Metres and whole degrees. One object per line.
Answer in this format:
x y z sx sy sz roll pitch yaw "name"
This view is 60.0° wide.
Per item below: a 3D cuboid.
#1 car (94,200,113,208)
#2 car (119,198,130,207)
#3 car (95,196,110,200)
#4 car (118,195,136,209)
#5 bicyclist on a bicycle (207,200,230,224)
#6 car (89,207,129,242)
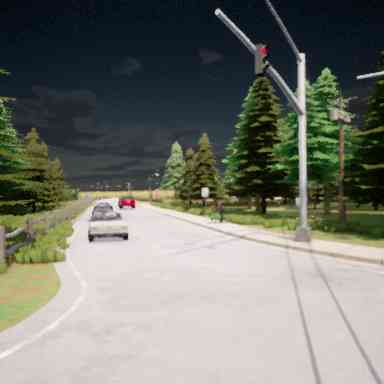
-9.017 1.819 33.898 1.994 1.385 4.181 -1 0 -15 "car"
-12.540 1.906 61.594 1.882 1.535 5.008 -1 0 -13 "car"
-13.064 1.340 48.896 2.097 1.767 4.553 -1 0 -15 "car"
-10.017 1.567 51.641 2.150 2.045 5.566 -1 -1 -14 "car"
1.805 1.373 22.645 1.656 1.620 0.582 -1 0 -15 "bicyclist on a bicycle"
-4.429 1.719 17.442 1.895 1.301 4.718 -1 0 -17 "car"
